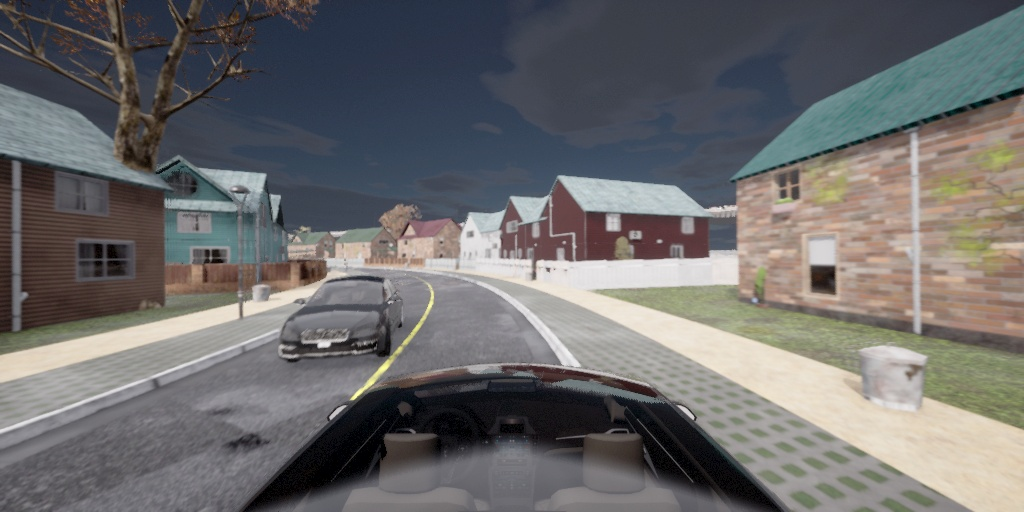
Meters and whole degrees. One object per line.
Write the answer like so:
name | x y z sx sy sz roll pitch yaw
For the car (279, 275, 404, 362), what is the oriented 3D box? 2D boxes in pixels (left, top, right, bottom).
car | -3.652 1.248 8.429 1.837 1.490 4.892 -1 0 -12
